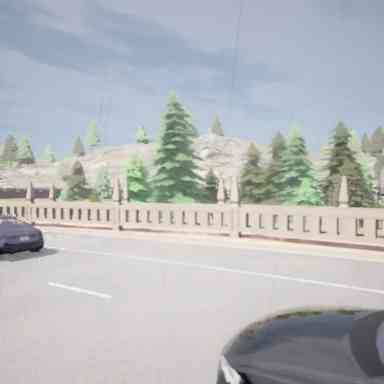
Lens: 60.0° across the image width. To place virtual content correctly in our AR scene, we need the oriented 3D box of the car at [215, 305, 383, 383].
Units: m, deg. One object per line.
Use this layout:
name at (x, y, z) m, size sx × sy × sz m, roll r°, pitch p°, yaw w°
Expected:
car at (2.422, 1.475, 2.067) m, size 4.902 × 1.511 × 2.128 m, roll 0°, pitch 0°, yaw 36°

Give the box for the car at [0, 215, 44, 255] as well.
car at (-7.485, 1.562, 12.297) m, size 4.181 × 1.385 × 1.994 m, roll 0°, pitch 0°, yaw 28°
